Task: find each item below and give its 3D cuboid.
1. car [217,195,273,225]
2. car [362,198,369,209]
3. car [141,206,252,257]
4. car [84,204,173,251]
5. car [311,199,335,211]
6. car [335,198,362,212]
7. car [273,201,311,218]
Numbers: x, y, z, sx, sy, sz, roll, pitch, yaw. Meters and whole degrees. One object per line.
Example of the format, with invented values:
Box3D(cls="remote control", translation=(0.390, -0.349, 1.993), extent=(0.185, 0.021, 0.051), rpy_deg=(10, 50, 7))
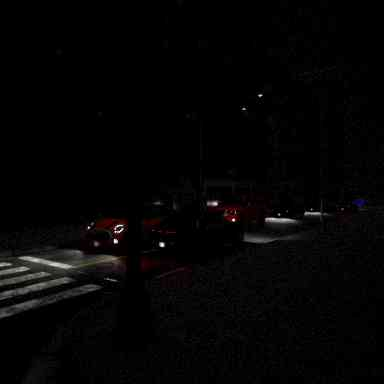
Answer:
Box3D(cls="car", translation=(3.139, 1.213, 22.156), extent=(2.150, 2.045, 5.566), rpy_deg=(0, 0, 35))
Box3D(cls="car", translation=(23.574, 1.536, 46.750), extent=(1.812, 1.442, 4.674), rpy_deg=(0, 0, 35))
Box3D(cls="car", translation=(0.373, 1.510, 13.129), extent=(1.837, 1.490, 4.892), rpy_deg=(0, 0, 35))
Box3D(cls="car", translation=(-2.306, 1.345, 14.213), extent=(2.097, 1.767, 4.553), rpy_deg=(0, 0, 34))
Box3D(cls="car", translation=(14.733, 1.537, 38.882), extent=(2.033, 1.411, 5.357), rpy_deg=(0, 0, 35))
Box3D(cls="car", translation=(17.832, 1.604, 38.348), extent=(1.895, 1.301, 4.718), rpy_deg=(0, 0, 35))
Box3D(cls="car", translation=(8.964, 1.538, 30.591), extent=(2.033, 1.411, 5.357), rpy_deg=(0, 0, 35))
